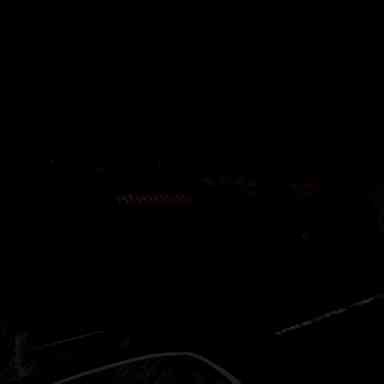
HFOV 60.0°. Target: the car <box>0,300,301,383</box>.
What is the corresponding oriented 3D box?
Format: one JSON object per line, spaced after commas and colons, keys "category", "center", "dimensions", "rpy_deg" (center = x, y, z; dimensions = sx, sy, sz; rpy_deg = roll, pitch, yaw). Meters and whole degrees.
{"category": "car", "center": [-1.152, 1.551, 1.998], "dimensions": [4.403, 1.369, 2.008], "rpy_deg": [0, -1, -35]}
